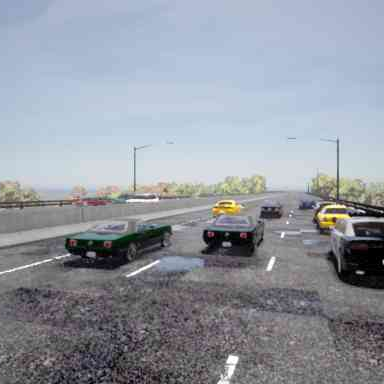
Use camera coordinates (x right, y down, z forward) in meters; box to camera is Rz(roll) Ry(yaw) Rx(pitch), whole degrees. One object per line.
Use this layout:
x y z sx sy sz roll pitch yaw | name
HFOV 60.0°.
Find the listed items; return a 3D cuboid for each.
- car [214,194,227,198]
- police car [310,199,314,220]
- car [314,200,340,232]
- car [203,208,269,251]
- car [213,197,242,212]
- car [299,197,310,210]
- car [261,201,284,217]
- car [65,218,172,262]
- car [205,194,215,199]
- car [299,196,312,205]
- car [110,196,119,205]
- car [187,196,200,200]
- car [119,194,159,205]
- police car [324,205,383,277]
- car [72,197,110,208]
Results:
7.122 1.520 75.753 1.994 1.385 4.181 0 0 18 | car
10.260 1.419 25.317 1.930 1.638 5.238 0 0 18 | police car
8.432 1.451 19.686 1.801 1.575 5.366 0 0 18 | car
1.969 1.598 14.189 1.895 1.301 4.718 0 0 18 | car
3.224 1.472 29.396 1.882 1.535 5.008 0 0 18 | car
14.878 1.553 42.922 1.994 1.385 4.181 0 0 18 | car
7.580 1.540 31.473 2.033 1.411 5.357 0 0 18 | car
-2.358 1.599 12.191 1.895 1.301 4.718 0 0 18 | car
4.702 1.270 79.637 2.097 1.767 4.553 0 0 18 | car
20.509 1.530 60.310 2.033 1.411 5.357 0 0 18 | car
-7.947 1.214 40.976 2.150 2.045 5.566 0 0 18 | car
0.454 1.563 77.885 1.895 1.301 4.718 0 0 18 | car
-5.513 1.215 37.140 2.150 2.045 5.566 0 0 18 | car
5.321 1.423 10.099 1.930 1.638 5.238 0 0 18 | police car
-12.149 1.346 39.366 2.097 1.767 4.553 0 0 18 | car
